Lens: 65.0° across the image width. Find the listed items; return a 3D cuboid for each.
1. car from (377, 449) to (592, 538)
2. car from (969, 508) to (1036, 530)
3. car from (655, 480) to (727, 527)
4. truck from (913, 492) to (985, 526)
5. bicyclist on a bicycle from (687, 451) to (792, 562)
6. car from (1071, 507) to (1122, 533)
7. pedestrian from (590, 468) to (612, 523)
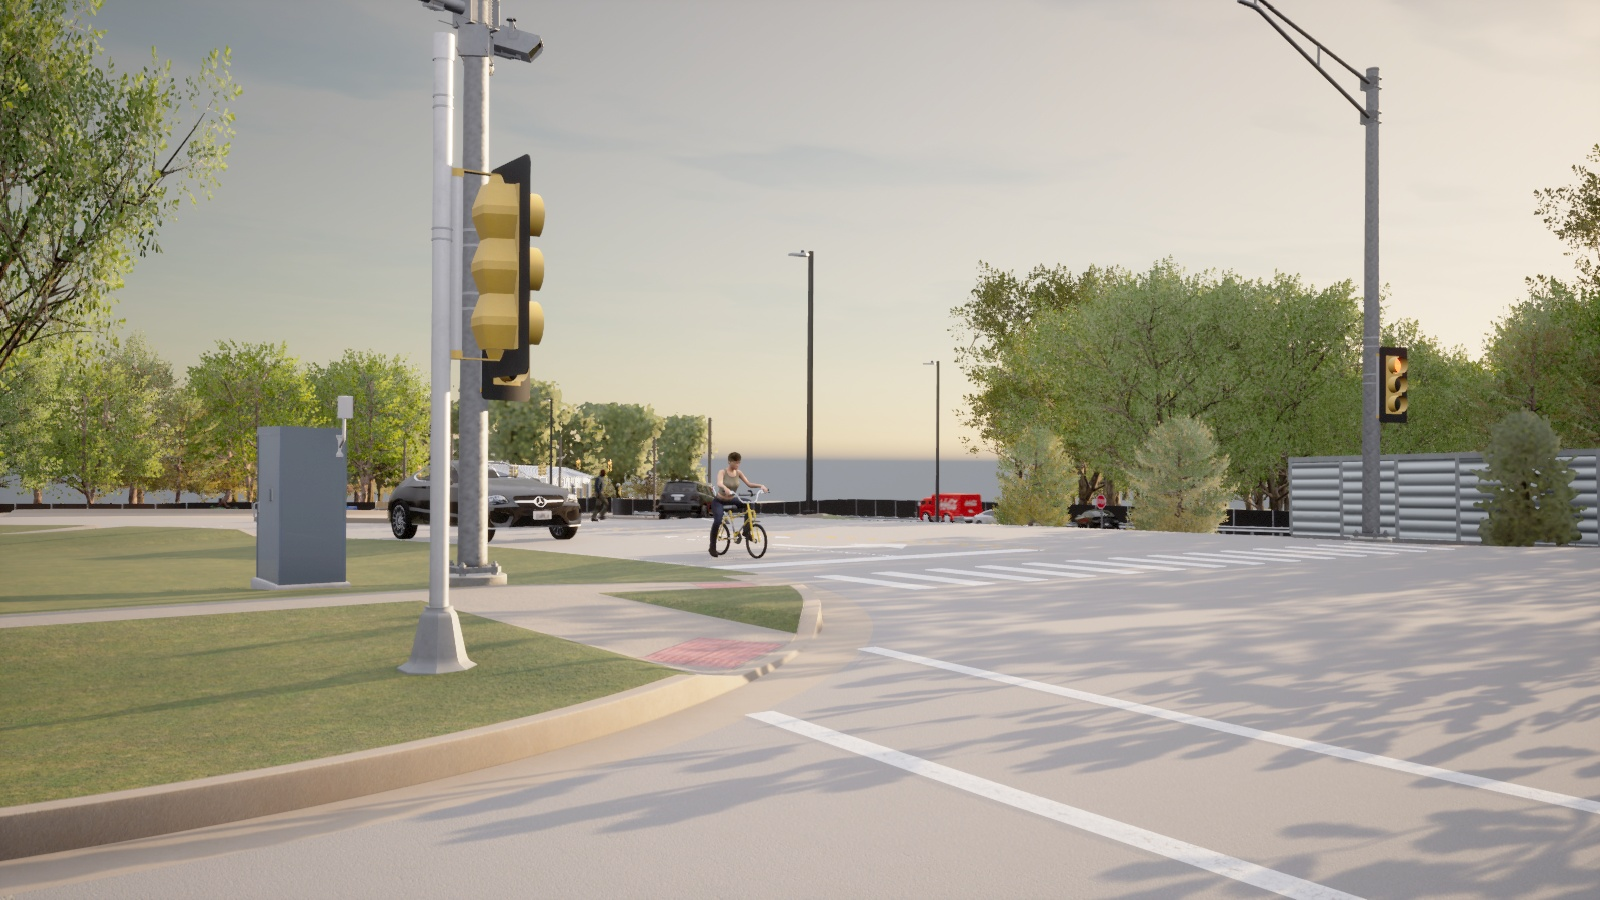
[{"bbox_3d":[-6.569,0.887,25.742,2.152,1.651,5.027,0,-2,-42],"label":"car"},{"bbox_3d":[13.900,4.746,86.317,1.812,1.442,4.674,1,-3,-35],"label":"car"},{"bbox_3d":[-5.376,2.708,62.656,2.150,2.045,5.566,0,-5,10],"label":"car"},{"bbox_3d":[11.391,4.504,96.240,2.627,2.467,5.204,0,-2,-34],"label":"truck"},{"bbox_3d":[-0.941,0.837,19.197,0.866,1.612,1.509,0,-1,-39],"label":"bicyclist on a bicycle"},{"bbox_3d":[19.461,4.573,82.613,1.882,1.535,5.008,0,-2,-3],"label":"car"},{"bbox_3d":[-6.748,1.542,42.686,0.726,1.835,0.370,0,0,-7],"label":"pedestrian"}]
